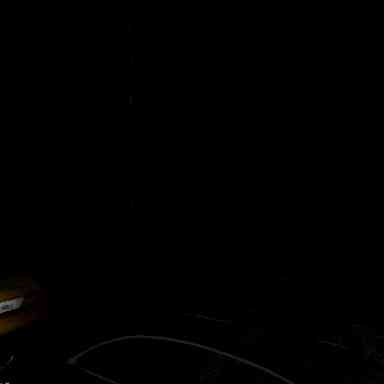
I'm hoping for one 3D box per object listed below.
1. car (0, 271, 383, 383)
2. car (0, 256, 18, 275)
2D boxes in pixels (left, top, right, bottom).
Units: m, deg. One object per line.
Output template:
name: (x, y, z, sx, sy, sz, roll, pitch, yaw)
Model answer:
car: (0.147, 1.564, 2.706, 4.403, 1.369, 2.008, -1, 0, 36)
car: (-4.483, 1.596, 6.011, 4.829, 1.417, 1.752, -1, 0, 36)
